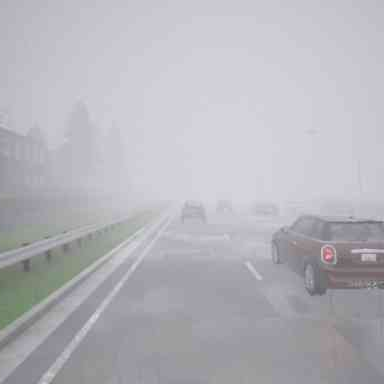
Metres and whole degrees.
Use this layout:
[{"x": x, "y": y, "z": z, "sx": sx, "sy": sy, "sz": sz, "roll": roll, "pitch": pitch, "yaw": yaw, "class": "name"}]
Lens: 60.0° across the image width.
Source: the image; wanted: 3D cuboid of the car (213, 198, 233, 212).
[{"x": 3.610, "y": 1.520, "z": 38.389, "sx": 1.837, "sy": 1.490, "sz": 4.892, "roll": 0, "pitch": 0, "yaw": 0, "class": "car"}]

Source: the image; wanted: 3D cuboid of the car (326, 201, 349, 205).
[{"x": 14.109, "y": 1.575, "z": 32.537, "sx": 1.994, "sy": 1.385, "sz": 4.181, "roll": 0, "pitch": 0, "yaw": 0, "class": "car"}]

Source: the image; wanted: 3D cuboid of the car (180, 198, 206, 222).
[{"x": 0.107, "y": 1.502, "z": 26.699, "sx": 2.128, "sy": 1.511, "sz": 4.902, "roll": 0, "pitch": 0, "yaw": 0, "class": "car"}]

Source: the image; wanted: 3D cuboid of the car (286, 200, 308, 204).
[{"x": 10.607, "y": 1.538, "z": 33.578, "sx": 1.812, "sy": 1.442, "sz": 4.674, "roll": 0, "pitch": 0, "yaw": 0, "class": "car"}]

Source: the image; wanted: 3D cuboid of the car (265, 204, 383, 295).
[{"x": 3.601, "y": 1.355, "z": 8.898, "sx": 2.097, "sy": 1.767, "sz": 4.553, "roll": 0, "pitch": 0, "yaw": 0, "class": "car"}]

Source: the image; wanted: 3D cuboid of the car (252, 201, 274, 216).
[{"x": 7.109, "y": 1.576, "z": 32.451, "sx": 1.994, "sy": 1.385, "sz": 4.181, "roll": 0, "pitch": 0, "yaw": 0, "class": "car"}]
